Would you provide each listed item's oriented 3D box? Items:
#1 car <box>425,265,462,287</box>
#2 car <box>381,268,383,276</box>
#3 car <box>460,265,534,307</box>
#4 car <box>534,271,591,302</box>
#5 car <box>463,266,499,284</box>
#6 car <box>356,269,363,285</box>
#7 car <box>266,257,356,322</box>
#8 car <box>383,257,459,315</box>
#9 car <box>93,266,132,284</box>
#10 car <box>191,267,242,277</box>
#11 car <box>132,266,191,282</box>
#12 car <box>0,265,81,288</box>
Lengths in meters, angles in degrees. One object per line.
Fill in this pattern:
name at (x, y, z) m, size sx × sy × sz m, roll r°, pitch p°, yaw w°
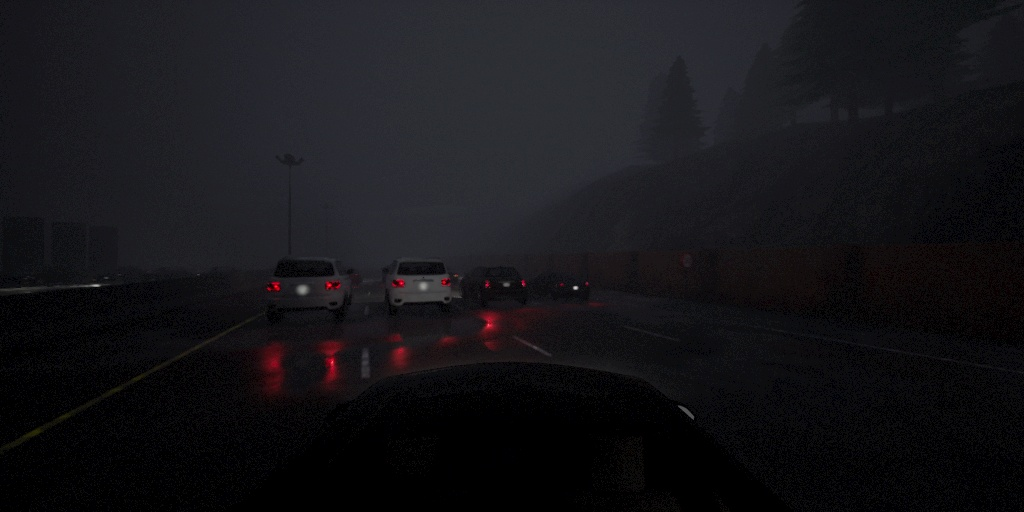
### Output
car at (-5.539, 1.495, 28.481) m, size 2.033 × 1.411 × 5.357 m, roll 0°, pitch 0°, yaw -20°
car at (-9.978, 1.442, 30.400) m, size 1.882 × 1.535 × 5.008 m, roll 0°, pitch 0°, yaw -20°
car at (-0.974, 1.210, 16.625) m, size 2.097 × 1.767 × 4.553 m, roll 0°, pitch 0°, yaw -21°
car at (2.182, 1.431, 18.172) m, size 1.994 × 1.385 × 4.181 m, roll 0°, pitch 0°, yaw -21°
car at (-2.807, 1.565, 31.195) m, size 1.895 × 1.301 × 4.718 m, roll 0°, pitch 0°, yaw -20°
car at (-12.921, 1.517, 28.272) m, size 1.994 × 1.385 × 4.181 m, roll 0°, pitch 0°, yaw -20°
car at (-7.122, 1.061, 13.078) m, size 2.150 × 2.045 × 5.566 m, roll 0°, pitch 0°, yaw -21°
car at (-3.883, 1.068, 14.404) m, size 2.150 × 2.045 × 5.566 m, roll 0°, pitch 0°, yaw -21°
car at (-32.415, 1.543, 29.913) m, size 1.994 × 1.385 × 4.181 m, roll 0°, pitch 0°, yaw -20°
car at (-25.344, 1.584, 31.142) m, size 1.895 × 1.301 × 4.718 m, roll 0°, pitch 0°, yaw -21°
car at (-28.517, 1.576, 29.659) m, size 1.895 × 1.301 × 4.718 m, roll 0°, pitch 0°, yaw -21°
car at (-34.897, 1.437, 26.631) m, size 1.882 × 1.535 × 5.008 m, roll 0°, pitch 0°, yaw -21°
